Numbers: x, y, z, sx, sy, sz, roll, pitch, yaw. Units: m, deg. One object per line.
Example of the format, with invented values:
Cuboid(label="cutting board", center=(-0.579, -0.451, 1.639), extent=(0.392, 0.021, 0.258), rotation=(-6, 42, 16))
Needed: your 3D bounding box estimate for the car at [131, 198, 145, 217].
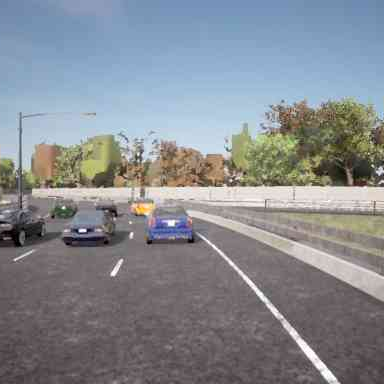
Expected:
Cuboid(label="car", center=(-4.636, 1.364, 31.847), extent=(2.097, 1.767, 4.553), rotation=(0, 0, -16))

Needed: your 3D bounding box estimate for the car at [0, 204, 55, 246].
Cuboid(label="car", center=(-8.107, 1.493, 15.015), extent=(2.128, 1.511, 4.902), rotation=(0, 0, -8))

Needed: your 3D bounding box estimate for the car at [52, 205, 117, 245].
Cuboid(label="car", center=(-4.644, 1.561, 15.516), extent=(2.033, 1.411, 5.357), rotation=(0, 0, -8))

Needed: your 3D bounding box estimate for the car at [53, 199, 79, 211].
Cuboid(label="car", center=(-11.351, 1.364, 29.871), extent=(2.097, 1.767, 4.553), rotation=(0, 0, -16))

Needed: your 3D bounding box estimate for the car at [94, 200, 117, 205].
Cuboid(label="car", center=(-8.002, 1.483, 30.888), extent=(1.882, 1.535, 5.008), rotation=(0, 0, -16))

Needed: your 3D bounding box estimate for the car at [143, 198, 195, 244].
Cuboid(label="car", center=(-1.176, 1.364, 15.989), extent=(2.097, 1.767, 4.553), rotation=(0, 0, -8))
